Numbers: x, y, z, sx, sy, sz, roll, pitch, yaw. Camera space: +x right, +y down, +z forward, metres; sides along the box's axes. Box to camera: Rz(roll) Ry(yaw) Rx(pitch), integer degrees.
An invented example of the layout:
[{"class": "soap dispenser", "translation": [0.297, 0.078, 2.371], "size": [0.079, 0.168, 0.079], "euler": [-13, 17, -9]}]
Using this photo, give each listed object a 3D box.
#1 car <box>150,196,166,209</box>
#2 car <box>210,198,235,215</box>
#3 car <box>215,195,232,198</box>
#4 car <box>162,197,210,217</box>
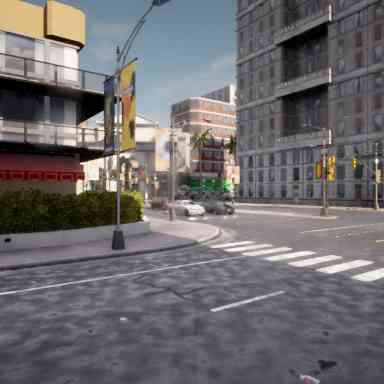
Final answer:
[{"class": "car", "translation": [-3.444, 1.351, 42.198], "size": [2.097, 1.767, 4.553], "euler": [0, 0, -35]}, {"class": "car", "translation": [2.423, 1.563, 33.825], "size": [1.994, 1.385, 4.181], "euler": [0, 0, -35]}, {"class": "car", "translation": [8.059, 1.497, 84.989], "size": [4.892, 1.490, 1.837], "euler": [0, 0, -35]}, {"class": "car", "translation": [-0.648, 1.525, 32.105], "size": [1.812, 1.442, 4.674], "euler": [0, 0, -35]}]
